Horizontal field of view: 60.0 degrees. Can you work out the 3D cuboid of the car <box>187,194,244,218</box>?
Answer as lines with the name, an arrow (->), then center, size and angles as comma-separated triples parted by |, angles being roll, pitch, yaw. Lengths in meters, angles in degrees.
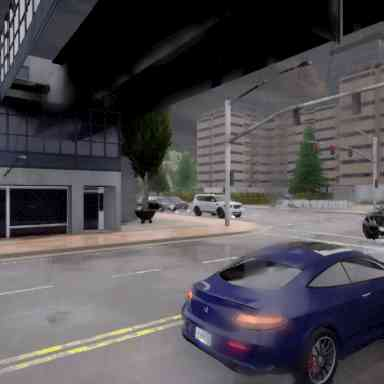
car -> 2.219, 1.222, 30.196 | 2.150, 2.045, 5.566 | 0, 0, -36

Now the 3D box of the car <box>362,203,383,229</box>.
car -> 10.332, 1.221, 15.800 | 5.566, 2.045, 2.150 | 0, 0, -37

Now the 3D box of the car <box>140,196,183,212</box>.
car -> -3.609, 1.491, 38.267 | 2.128, 1.511, 4.902 | 0, 0, -36

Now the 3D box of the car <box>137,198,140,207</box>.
car -> -8.228, 1.564, 50.676 | 1.994, 1.385, 4.181 | 0, 0, -36

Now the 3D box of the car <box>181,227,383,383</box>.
car -> 2.014, 1.526, 5.234 | 4.674, 1.442, 1.812 | 0, 0, -35

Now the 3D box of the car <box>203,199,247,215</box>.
car -> 3.326, 1.505, 34.637 | 1.837, 1.490, 4.892 | 0, 0, -36

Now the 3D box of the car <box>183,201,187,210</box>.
car -> -2.400, 1.352, 42.574 | 2.097, 1.767, 4.553 | 0, 0, -36
